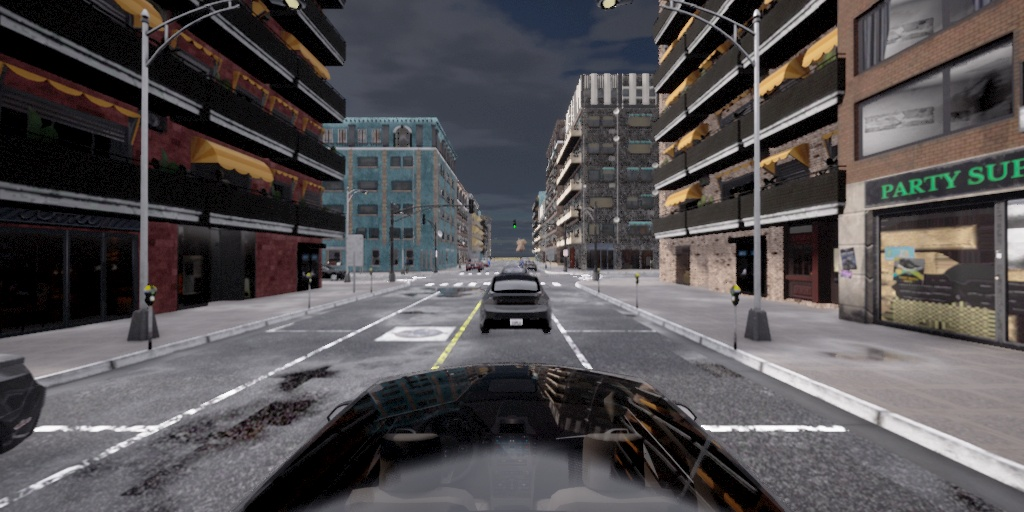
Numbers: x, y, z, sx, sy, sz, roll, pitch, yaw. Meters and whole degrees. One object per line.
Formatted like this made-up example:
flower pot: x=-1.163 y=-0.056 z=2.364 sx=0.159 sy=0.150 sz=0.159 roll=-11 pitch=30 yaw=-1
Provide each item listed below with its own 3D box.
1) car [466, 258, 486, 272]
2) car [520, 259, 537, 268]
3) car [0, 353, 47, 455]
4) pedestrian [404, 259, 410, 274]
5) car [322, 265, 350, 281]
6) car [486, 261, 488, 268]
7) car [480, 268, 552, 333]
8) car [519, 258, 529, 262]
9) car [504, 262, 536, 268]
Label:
car: x=-5.323 y=1.226 z=50.786 sx=2.192 sy=1.841 sz=5.009 roll=0 pitch=0 yaw=0
car: x=2.557 y=1.477 z=50.788 sx=1.948 sy=1.339 sz=4.313 roll=0 pitch=0 yaw=0
car: x=-5.316 y=1.300 z=1.537 sx=2.007 sy=1.370 sz=4.403 roll=0 pitch=0 yaw=0
pedestrian: x=-12.158 y=1.171 z=41.539 sx=0.375 sy=1.860 sz=0.375 roll=0 pitch=0 yaw=0
car: x=-17.654 y=1.532 z=33.217 sx=5.008 sy=1.535 sz=1.882 roll=-1 pitch=0 yaw=0
car: x=-5.324 y=1.473 z=56.338 sx=1.888 sy=1.381 sz=4.507 roll=0 pitch=0 yaw=0
car: x=0.095 y=1.288 z=10.808 sx=1.837 sy=1.490 sz=4.892 roll=0 pitch=0 yaw=0
car: x=2.556 y=1.525 z=61.892 sx=1.802 sy=1.307 sz=4.207 roll=0 pitch=0 yaw=0
car: x=0.214 y=1.311 z=21.556 sx=2.128 sy=1.511 sz=4.902 roll=0 pitch=0 yaw=3
